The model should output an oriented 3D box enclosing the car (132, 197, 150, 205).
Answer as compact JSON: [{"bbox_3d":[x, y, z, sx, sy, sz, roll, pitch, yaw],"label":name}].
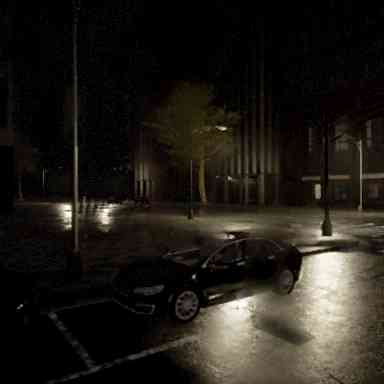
[{"bbox_3d":[-9.894,1.649,64.156,1.837,1.490,4.892,0,0,-36],"label":"car"}]

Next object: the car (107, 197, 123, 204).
[{"bbox_3d":[-15.495,1.738,66.389,1.994,1.385,4.181,0,0,-36],"label":"car"}]

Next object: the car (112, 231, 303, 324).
[{"bbox_3d":[0.529,1.552,7.031,4.403,1.369,2.008,0,0,-36],"label":"car"}]

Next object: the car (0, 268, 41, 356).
[{"bbox_3d":[-4.059,1.565,3.757,4.313,1.339,1.947,0,0,-36],"label":"car"}]
